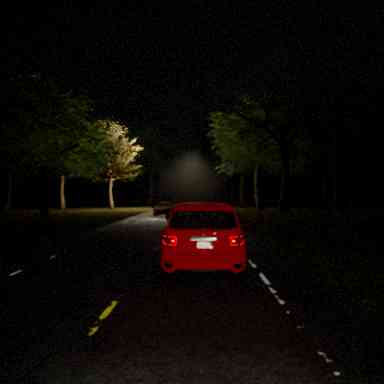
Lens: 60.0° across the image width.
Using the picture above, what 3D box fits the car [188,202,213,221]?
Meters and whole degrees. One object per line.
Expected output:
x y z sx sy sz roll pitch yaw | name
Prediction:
0.760 1.734 30.702 2.128 1.511 4.902 0 0 1 | car

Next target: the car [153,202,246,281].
0.312 1.303 10.276 2.150 2.045 5.566 0 0 1 | car

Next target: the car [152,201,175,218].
-2.850 1.759 34.445 1.882 1.535 5.008 0 -1 1 | car
